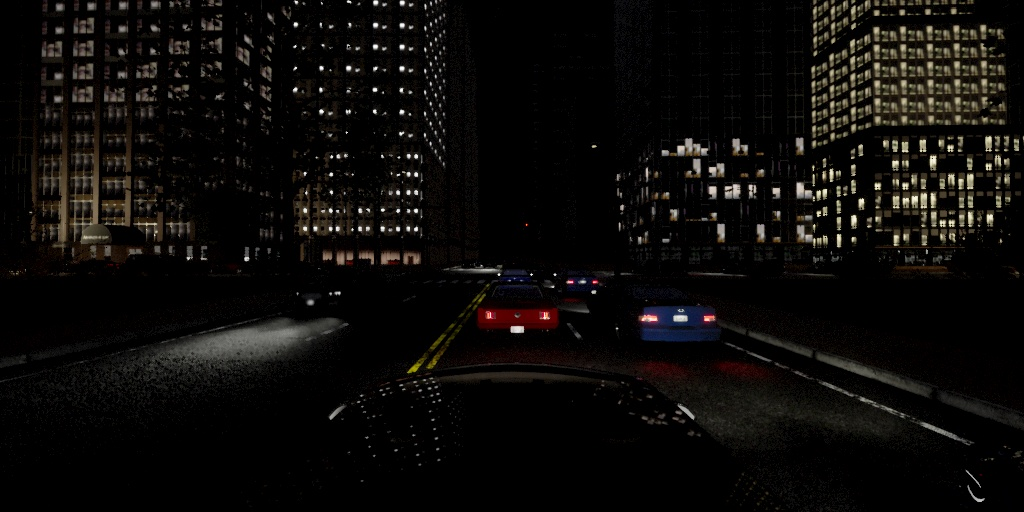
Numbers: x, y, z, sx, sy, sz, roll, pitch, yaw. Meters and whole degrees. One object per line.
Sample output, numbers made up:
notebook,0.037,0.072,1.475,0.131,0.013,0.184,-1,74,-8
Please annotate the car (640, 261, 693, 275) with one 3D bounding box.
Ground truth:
car,17.212,1.288,39.412,4.902,1.511,2.128,0,-1,2

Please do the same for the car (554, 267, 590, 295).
car,3.433,1.298,19.764,2.033,1.411,5.357,0,0,0

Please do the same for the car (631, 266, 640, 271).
car,17.037,1.390,42.669,5.357,1.411,2.033,0,-1,2

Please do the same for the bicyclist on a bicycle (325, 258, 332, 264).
bicyclist on a bicycle,-24.937,1.148,48.779,0.582,1.620,1.656,0,-1,2

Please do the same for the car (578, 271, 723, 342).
car,3.383,1.299,9.694,2.033,1.411,5.357,0,0,0

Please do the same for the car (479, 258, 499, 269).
car,-3.629,1.221,57.650,2.128,1.511,4.902,0,0,-1

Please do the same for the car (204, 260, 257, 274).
car,-29.821,1.162,38.083,5.008,1.535,1.882,0,-1,2

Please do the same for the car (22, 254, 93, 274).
car,-49.083,1.008,38.804,4.553,1.767,2.097,0,-1,2

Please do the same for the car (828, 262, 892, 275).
car,37.855,1.299,38.750,5.008,1.535,1.882,0,-1,2

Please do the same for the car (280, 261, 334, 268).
car,-20.168,1.177,34.495,4.674,1.442,1.812,0,-1,2

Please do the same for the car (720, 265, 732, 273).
car,27.048,1.419,42.352,4.181,1.385,1.994,0,-1,2

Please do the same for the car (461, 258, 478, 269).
car,-6.863,1.234,56.800,1.837,1.490,4.892,0,0,0

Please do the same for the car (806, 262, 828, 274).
car,37.207,1.392,42.022,4.674,1.442,1.812,0,-1,2

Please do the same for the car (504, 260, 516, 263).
car,-0.354,1.294,56.855,1.994,1.385,4.181,0,0,1

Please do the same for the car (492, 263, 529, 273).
car,0.183,1.299,19.804,2.033,1.411,5.357,0,0,0

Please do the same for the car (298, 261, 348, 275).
car,-19.811,1.262,37.732,4.181,1.385,1.994,0,-1,2

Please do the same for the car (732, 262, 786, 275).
car,27.176,1.334,39.086,4.674,1.442,1.812,0,-1,2

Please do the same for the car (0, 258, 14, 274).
car,-53.926,1.151,35.764,5.357,1.411,2.033,0,-1,2

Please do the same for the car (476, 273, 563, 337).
car,0.136,1.352,10.227,1.895,1.301,4.718,0,0,0

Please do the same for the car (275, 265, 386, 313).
car,-6.529,1.243,14.085,2.128,1.511,4.902,0,0,0

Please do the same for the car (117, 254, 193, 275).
car,-34.449,0.854,34.996,5.566,2.045,2.150,0,-1,2

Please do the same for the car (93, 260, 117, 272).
car,-49.017,1.209,42.140,4.892,1.490,1.837,0,-1,3
